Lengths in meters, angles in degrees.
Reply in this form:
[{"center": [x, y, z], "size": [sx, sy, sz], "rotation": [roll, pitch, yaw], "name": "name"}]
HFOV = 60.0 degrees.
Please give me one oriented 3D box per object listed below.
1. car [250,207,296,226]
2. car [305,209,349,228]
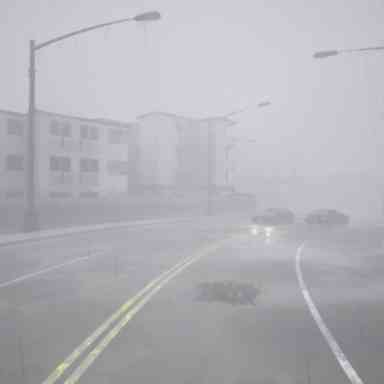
[{"center": [7.018, 2.016, 28.266], "size": [2.033, 1.411, 5.357], "rotation": [1, -1, 40], "name": "car"}, {"center": [11.284, 2.107, 27.625], "size": [2.033, 1.411, 5.357], "rotation": [1, -1, 43], "name": "car"}]
